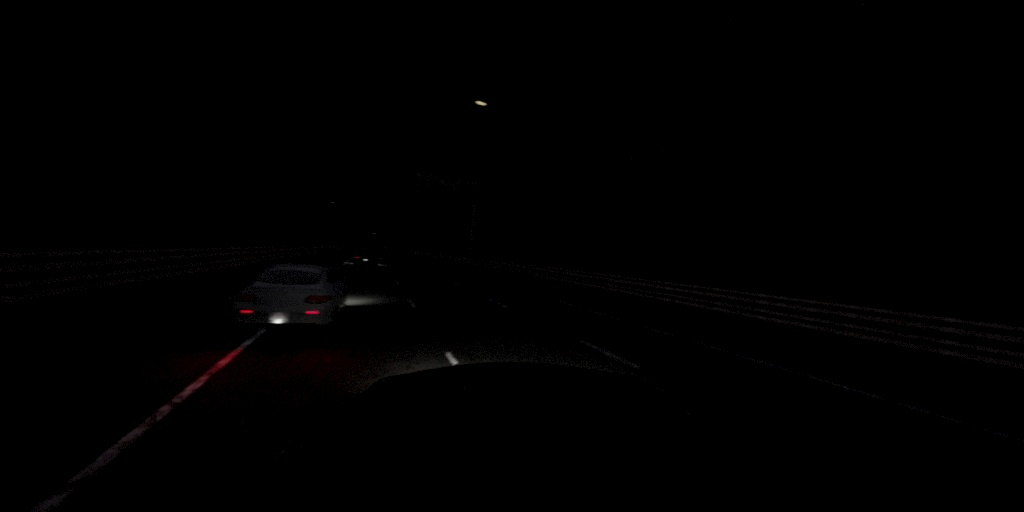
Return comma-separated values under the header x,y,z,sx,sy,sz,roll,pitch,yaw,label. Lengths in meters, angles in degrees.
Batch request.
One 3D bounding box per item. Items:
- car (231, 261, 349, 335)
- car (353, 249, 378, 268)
x,y,z,sx,sy,sz,roll,pitch,yaw,label
-5.057,0.858,8.633,1.812,1.442,4.674,5,0,-22,car
-12.971,0.239,31.891,1.994,1.385,4.181,5,0,-21,car
